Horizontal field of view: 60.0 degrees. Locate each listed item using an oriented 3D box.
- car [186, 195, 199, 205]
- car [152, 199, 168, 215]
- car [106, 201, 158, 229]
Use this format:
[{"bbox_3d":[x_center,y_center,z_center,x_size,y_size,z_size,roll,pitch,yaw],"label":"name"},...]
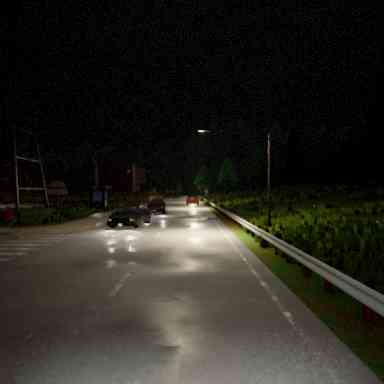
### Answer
[{"bbox_3d":[0.081,1.316,56.341,2.097,1.767,4.553,0,0,0],"label":"car"},{"bbox_3d":[-3.571,1.504,34.362,1.812,1.442,4.674,0,0,0],"label":"car"},{"bbox_3d":[-3.943,1.533,21.993,2.033,1.411,5.357,0,0,5],"label":"car"}]
